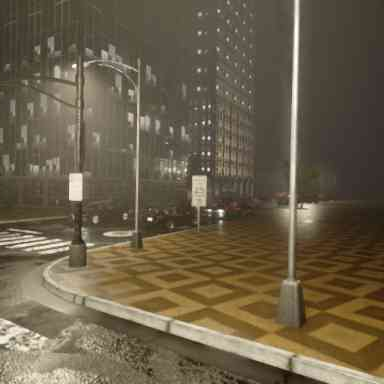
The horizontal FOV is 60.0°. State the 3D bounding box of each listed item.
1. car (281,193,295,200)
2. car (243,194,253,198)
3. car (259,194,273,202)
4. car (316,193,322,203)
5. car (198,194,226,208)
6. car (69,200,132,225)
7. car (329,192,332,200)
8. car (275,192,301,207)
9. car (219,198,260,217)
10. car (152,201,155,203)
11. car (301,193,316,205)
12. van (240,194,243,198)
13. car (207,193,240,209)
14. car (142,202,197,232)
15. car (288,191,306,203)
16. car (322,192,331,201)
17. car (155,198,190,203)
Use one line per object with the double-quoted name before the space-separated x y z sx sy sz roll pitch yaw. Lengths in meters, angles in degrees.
"car" 22.588 0.995 78.127 2.008 1.369 4.403 2 1 30
"car" 8.401 1.049 53.669 1.967 1.590 4.097 2 1 30
"car" 14.074 1.087 63.453 1.887 1.381 4.507 2 1 30
"car" 21.398 1.155 59.374 1.967 1.590 4.097 2 1 30
"car" 2.724 1.115 43.887 1.967 1.590 4.097 2 1 30
"car" -6.276 1.363 23.231 1.837 1.490 4.892 1 1 30
"car" 29.908 0.931 74.036 2.192 1.841 5.009 2 1 30
"car" 12.890 1.253 44.711 1.967 1.590 4.097 2 1 30
"car" 4.380 1.494 30.050 1.802 1.307 4.206 2 1 30
"car" -2.954 1.307 34.106 1.947 1.339 4.313 2 1 30
"car" 18.646 1.272 54.636 1.752 1.417 4.829 2 1 30
"van" 5.564 0.983 48.776 1.690 1.788 3.998 2 1 30
"car" 3.802 1.267 40.589 1.812 1.442 4.674 1 1 31
"car" -1.292 1.544 20.275 1.947 1.339 4.313 2 1 30
"car" 19.358 0.881 60.987 2.150 2.045 5.566 1 1 28
"car" 27.067 1.230 69.153 1.802 1.307 4.206 2 1 30
"car" -1.290 1.364 31.834 1.994 1.385 4.181 1 1 30
